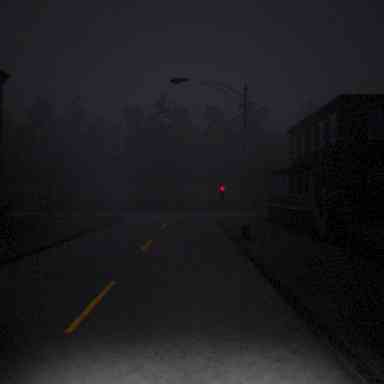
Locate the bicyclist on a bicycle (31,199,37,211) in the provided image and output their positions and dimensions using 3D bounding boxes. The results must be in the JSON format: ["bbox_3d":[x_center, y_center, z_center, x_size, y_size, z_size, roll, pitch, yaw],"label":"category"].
[{"bbox_3d":[-22.007,1.802,46.279,0.582,1.620,1.656,0,0,0],"label":"bicyclist on a bicycle"}]
